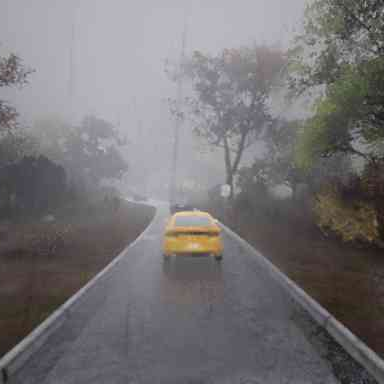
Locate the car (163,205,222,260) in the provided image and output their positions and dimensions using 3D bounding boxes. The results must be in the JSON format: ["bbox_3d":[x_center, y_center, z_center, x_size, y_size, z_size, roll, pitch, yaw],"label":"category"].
[{"bbox_3d":[-0.008,1.464,12.431,1.882,1.535,5.008,0,0,-1],"label":"car"}]

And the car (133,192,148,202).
[{"bbox_3d":[-10.487,1.081,69.566,2.097,1.767,4.553,0,0,-14],"label":"car"}]

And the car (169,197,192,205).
[{"bbox_3d":[-1.114,1.315,32.654,2.097,1.767,4.553,0,0,-5],"label":"car"}]

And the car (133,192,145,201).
[{"bbox_3d":[-12.406,1.010,77.308,2.150,2.045,5.566,0,0,-16],"label":"car"}]
